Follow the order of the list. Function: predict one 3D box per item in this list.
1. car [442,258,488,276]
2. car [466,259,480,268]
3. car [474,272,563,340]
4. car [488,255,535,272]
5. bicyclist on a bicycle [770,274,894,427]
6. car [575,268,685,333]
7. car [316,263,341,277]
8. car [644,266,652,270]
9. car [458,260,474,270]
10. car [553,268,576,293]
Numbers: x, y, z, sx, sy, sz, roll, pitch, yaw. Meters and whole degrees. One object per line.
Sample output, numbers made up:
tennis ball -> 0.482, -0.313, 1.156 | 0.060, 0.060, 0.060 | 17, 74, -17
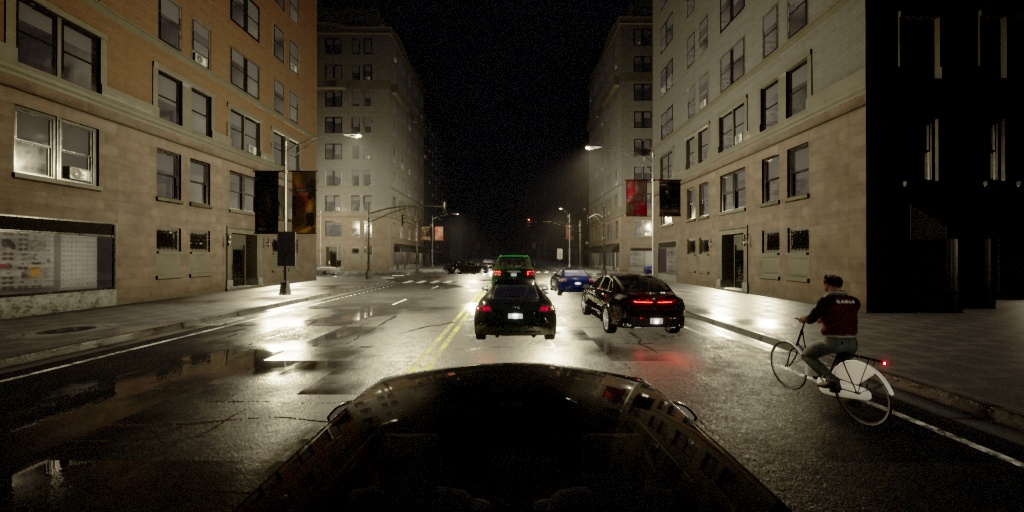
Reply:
car -> -4.849, 1.269, 37.726 | 4.892, 1.490, 1.837 | 0, 0, -32
car -> -6.642, 1.273, 61.257 | 1.837, 1.490, 4.892 | 0, 0, 0
car -> 0.087, 1.315, 10.027 | 1.994, 1.385, 4.181 | 0, 0, 0
car -> 0.079, 0.975, 19.440 | 2.150, 2.045, 5.566 | 0, 0, 0
bicyclist on a bicycle -> 4.140, 1.121, 4.832 | 0.659, 1.776, 1.843 | 0, 0, 0
car -> 3.336, 1.256, 10.693 | 1.837, 1.490, 4.892 | 0, 0, 0
car -> -19.215, 1.335, 34.738 | 4.718, 1.301, 1.895 | 0, 0, 3
car -> 16.363, 1.289, 37.584 | 5.008, 1.535, 1.882 | 0, 0, 0
car -> -6.645, 1.292, 52.247 | 1.812, 1.442, 4.674 | 0, 0, 0
car -> 3.228, 1.317, 19.589 | 1.994, 1.385, 4.181 | 0, 0, 0
